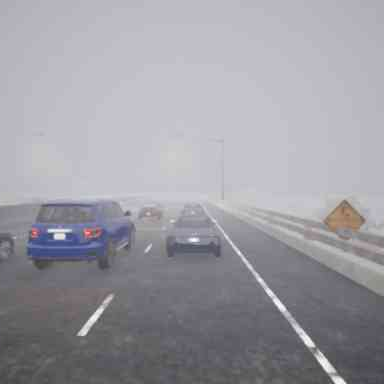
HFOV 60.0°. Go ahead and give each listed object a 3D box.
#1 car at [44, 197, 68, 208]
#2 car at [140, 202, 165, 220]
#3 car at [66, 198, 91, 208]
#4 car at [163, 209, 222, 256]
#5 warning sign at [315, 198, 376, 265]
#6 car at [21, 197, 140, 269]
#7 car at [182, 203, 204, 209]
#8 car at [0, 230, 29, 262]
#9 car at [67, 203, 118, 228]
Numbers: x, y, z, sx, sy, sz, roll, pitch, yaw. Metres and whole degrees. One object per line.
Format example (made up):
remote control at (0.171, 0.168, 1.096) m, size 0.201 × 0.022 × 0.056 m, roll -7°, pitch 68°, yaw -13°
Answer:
car at (-21.055, 1.587, 51.673) m, size 1.812 × 1.442 × 4.674 m, roll 0°, pitch 0°, yaw 0°
car at (-3.424, 1.566, 28.607) m, size 1.812 × 1.442 × 4.674 m, roll 0°, pitch 0°, yaw 0°
car at (-17.556, 1.609, 51.594) m, size 2.033 × 1.411 × 5.357 m, roll 0°, pitch 0°, yaw 1°
car at (0.073, 1.585, 13.188) m, size 1.994 × 1.385 × 4.181 m, roll 0°, pitch 0°, yaw 0°
warning sign at (4.559, 1.131, 9.986) m, size 1.300 × 1.860 × 1.060 m, roll 1°, pitch 0°, yaw 0°
car at (-3.436, 1.242, 11.377) m, size 2.150 × 2.045 × 5.566 m, roll 0°, pitch 0°, yaw 0°
car at (0.074, 1.603, 28.160) m, size 1.994 × 1.385 × 4.181 m, roll 0°, pitch 0°, yaw 0°
car at (-6.953, 1.507, 9.315) m, size 2.128 × 1.511 × 4.902 m, roll 0°, pitch 0°, yaw 1°
car at (-6.956, 1.582, 23.945) m, size 2.033 × 1.411 × 5.357 m, roll 0°, pitch 0°, yaw 0°
